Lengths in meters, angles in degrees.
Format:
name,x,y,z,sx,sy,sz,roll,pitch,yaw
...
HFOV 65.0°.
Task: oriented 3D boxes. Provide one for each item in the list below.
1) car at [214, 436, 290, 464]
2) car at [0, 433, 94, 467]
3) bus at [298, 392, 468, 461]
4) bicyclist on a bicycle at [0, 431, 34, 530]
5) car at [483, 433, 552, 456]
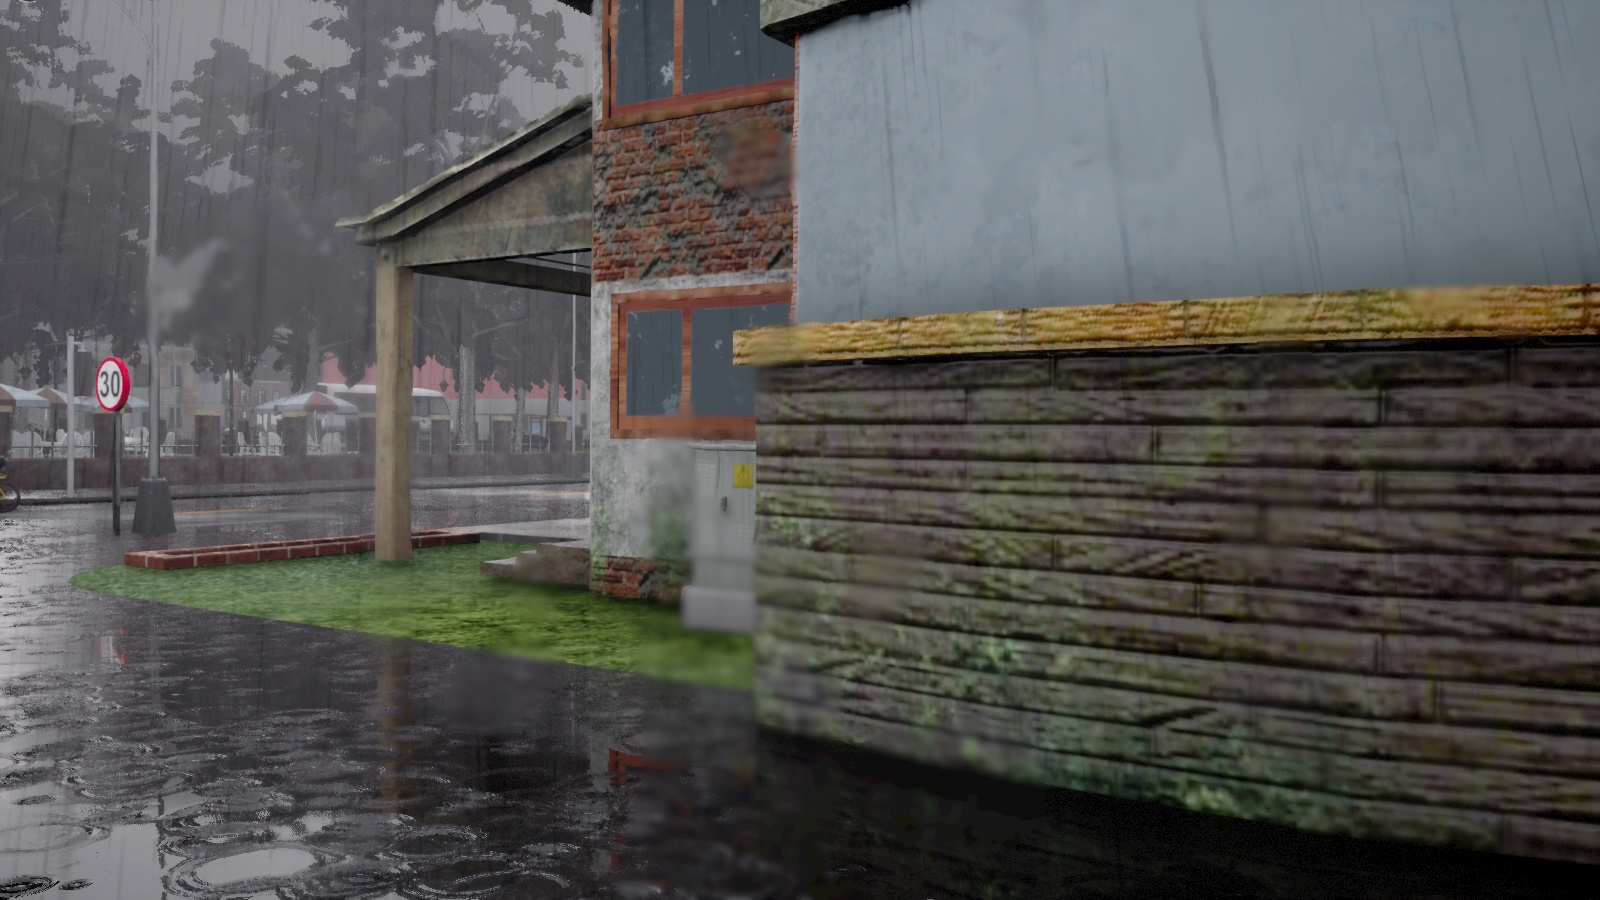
name,x,y,z,sx,sy,sz,roll,pitch,yaw
car,-32.395,-0.011,74.292,1.789,1.549,3.705,0,1,33
car,-39.152,-0.010,64.032,2.152,1.651,5.027,0,1,33
bus,-27.106,-1.524,82.317,3.944,4.253,10.273,0,1,33
bicyclist on a bicycle,-13.595,0.510,20.589,0.866,1.612,1.509,0,1,33
car,-20.658,-0.409,92.079,2.033,1.649,4.856,0,1,33
